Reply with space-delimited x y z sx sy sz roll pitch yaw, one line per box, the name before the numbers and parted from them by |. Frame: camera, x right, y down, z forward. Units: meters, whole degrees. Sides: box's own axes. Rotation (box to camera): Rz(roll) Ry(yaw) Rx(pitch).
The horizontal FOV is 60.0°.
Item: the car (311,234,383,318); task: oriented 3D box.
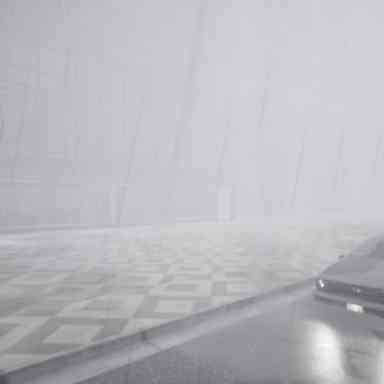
car | 4.872 1.701 7.668 5.357 1.411 2.033 1 -2 -42
